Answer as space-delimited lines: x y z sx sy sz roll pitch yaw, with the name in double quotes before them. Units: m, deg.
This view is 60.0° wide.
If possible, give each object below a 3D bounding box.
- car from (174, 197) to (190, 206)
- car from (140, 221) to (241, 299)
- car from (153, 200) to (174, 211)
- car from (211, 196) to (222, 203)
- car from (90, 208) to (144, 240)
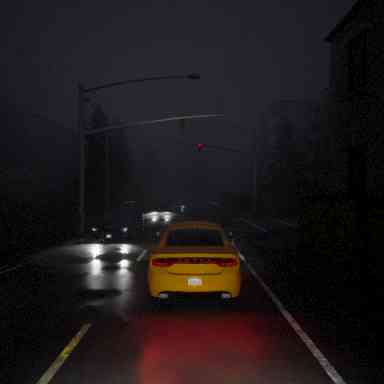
"car" -1.670 1.525 56.303 1.812 1.442 4.674 0 0 19
"car" 0.061 1.478 8.508 1.882 1.535 5.008 0 0 0
"car" -3.602 1.600 40.296 1.895 1.301 4.718 0 0 1
"car" 5.887 1.563 69.296 1.994 1.385 4.181 0 0 44
"car" -3.635 1.547 17.185 2.033 1.411 5.357 0 0 0
